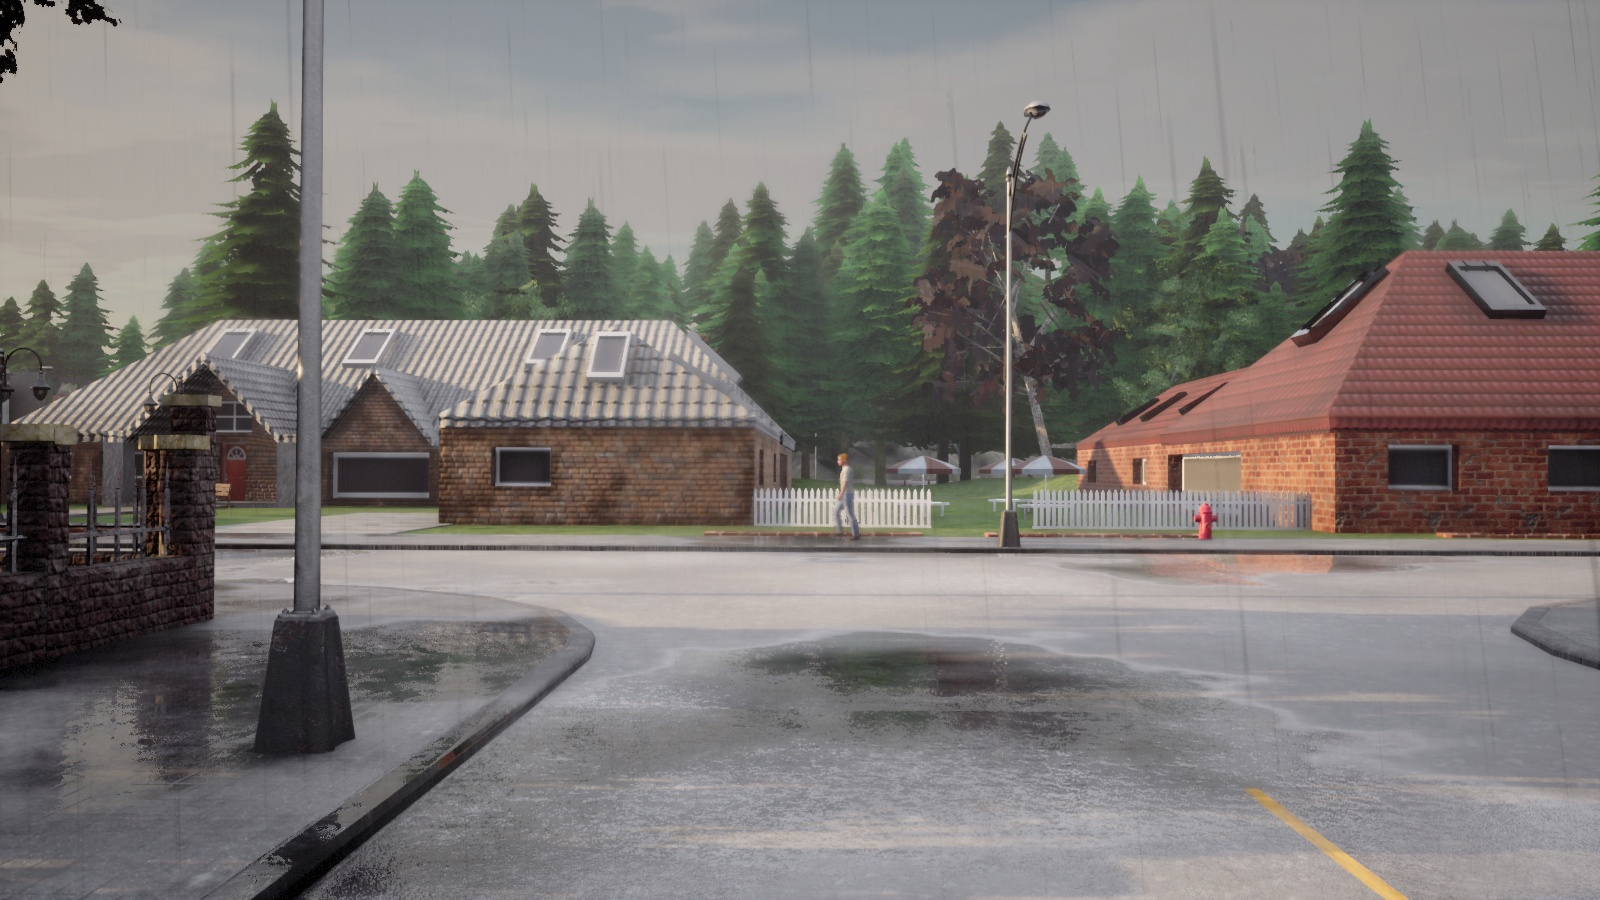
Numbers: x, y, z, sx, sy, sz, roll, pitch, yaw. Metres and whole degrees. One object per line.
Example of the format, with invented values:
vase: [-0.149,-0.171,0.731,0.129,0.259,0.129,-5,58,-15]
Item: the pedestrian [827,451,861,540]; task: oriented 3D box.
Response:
pedestrian: [0.921,0.951,26.237,0.706,1.836,0.354,0,-1,1]
